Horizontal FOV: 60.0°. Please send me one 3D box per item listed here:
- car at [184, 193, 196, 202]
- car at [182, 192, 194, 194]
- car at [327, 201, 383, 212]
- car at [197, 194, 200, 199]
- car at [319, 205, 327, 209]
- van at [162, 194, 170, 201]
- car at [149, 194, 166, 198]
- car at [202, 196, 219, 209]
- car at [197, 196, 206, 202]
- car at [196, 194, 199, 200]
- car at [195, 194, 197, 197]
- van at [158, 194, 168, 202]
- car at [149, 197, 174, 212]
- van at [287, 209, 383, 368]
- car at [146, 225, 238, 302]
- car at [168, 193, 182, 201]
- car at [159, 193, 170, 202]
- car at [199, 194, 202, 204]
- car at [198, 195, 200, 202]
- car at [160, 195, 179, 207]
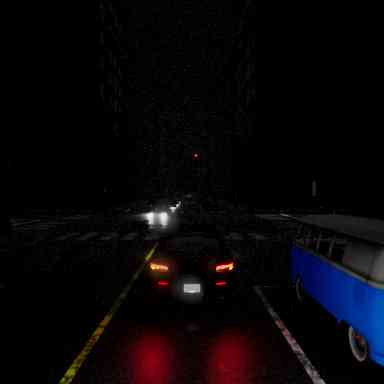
[{"bbox_3d":[-0.610,1.563,74.216,1.895,1.301,4.718,0,0,-1],"label":"car"},{"bbox_3d":[-0.746,1.078,84.216,2.150,2.045,5.566,0,0,-1],"label":"car"},{"bbox_3d":[14.605,1.517,28.854,4.674,1.442,1.812,0,0,-3],"label":"car"},{"bbox_3d":[2.425,1.548,61.236,1.947,1.339,4.313,0,0,-1],"label":"car"},{"bbox_3d":[14.420,1.584,32.105,4.718,1.301,1.895,0,0,2],"label":"car"},{"bbox_3d":[-6.400,1.301,83.220,1.690,1.788,3.998,0,0,-1],"label":"van"},{"bbox_3d":[-6.025,1.301,55.594,2.192,1.841,5.009,0,0,-1],"label":"car"},{"bbox_3d":[2.649,1.517,44.830,1.752,1.417,4.829,0,0,-1],"label":"car"},{"bbox_3d":[2.198,1.548,77.812,1.802,1.307,4.206,0,0,-1],"label":"car"},{"bbox_3d":[2.349,1.522,66.762,1.887,1.381,4.507,0,0,-1],"label":"car"},{"bbox_3d":[2.274,1.523,72.287,2.008,1.369,4.403,0,0,-1],"label":"car"},{"bbox_3d":[-6.251,1.313,72.170,1.690,1.788,3.998,0,0,-1],"label":"van"},{"bbox_3d":[-3.625,1.593,38.448,1.895,1.301,4.718,0,0,5],"label":"car"},{"bbox_3d":[2.854,1.341,5.470,1.690,1.788,3.998,0,0,0],"label":"van"},{"bbox_3d":[0.000,1.525,8.148,1.812,1.442,4.674,0,0,0],"label":"car"},{"bbox_3d":[-3.513,1.332,62.943,2.097,1.767,4.553,0,0,0],"label":"car"},{"bbox_3d":[-6.327,1.281,77.696,2.192,1.841,5.009,0,0,-1],"label":"car"},{"bbox_3d":[2.575,1.429,50.185,1.967,1.590,4.097,0,0,-1],"label":"car"},{"bbox_3d":[2.500,1.536,55.710,2.008,1.369,4.403,0,0,-1],"label":"car"},{"bbox_3d":[-3.377,1.552,50.637,1.994,1.385,4.181,0,0,-1],"label":"car"}]
